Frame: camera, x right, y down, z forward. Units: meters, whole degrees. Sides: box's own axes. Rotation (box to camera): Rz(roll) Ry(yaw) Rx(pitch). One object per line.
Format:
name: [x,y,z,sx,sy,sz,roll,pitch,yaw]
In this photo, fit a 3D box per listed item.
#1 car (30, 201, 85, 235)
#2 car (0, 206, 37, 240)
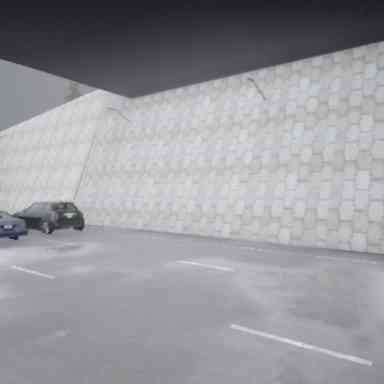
car: [-8.006,1.265,18.316,4.553,1.767,2.097,0,0,36]
car: [-9.590,1.465,15.146,5.357,1.411,2.033,0,0,36]
